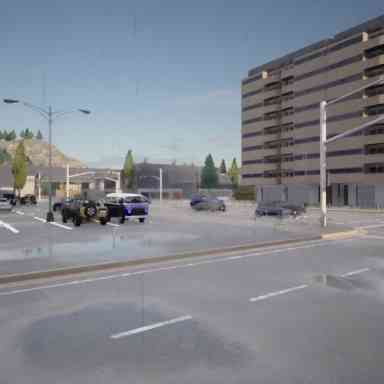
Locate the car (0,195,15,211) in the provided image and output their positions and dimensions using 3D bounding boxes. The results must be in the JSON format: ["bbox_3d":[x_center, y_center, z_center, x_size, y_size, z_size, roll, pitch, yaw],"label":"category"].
[{"bbox_3d":[-21.785,1.451,37.908,1.970,1.475,3.806,0,0,-35],"label":"car"}]

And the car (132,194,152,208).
[{"bbox_3d":[-8.944,1.567,59.891,1.837,1.490,4.892,0,0,-35],"label":"car"}]

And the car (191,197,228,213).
[{"bbox_3d":[2.198,1.618,38.025,1.994,1.385,4.181,0,0,-35],"label":"car"}]

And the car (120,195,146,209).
[{"bbox_3d":[-9.788,1.620,54.976,1.994,1.385,4.181,0,0,-35],"label":"car"}]

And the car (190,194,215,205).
[{"bbox_3d":[2.010,1.273,44.328,2.150,2.045,5.566,0,0,-35],"label":"car"}]

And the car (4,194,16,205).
[{"bbox_3d":[-29.647,1.212,53.739,1.905,1.878,3.866,0,0,-35],"label":"car"}]

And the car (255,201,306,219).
[{"bbox_3d":[7.722,1.619,30.253,1.994,1.385,4.181,0,0,-35],"label":"car"}]

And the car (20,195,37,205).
[{"bbox_3d":[-27.251,1.209,55.363,1.932,1.855,4.605,0,0,-35],"label":"car"}]
